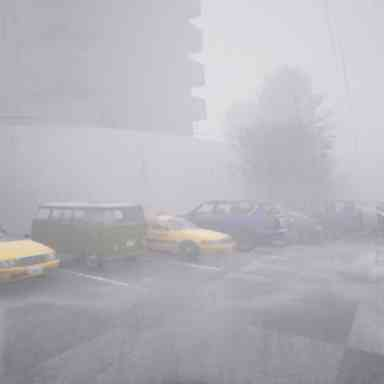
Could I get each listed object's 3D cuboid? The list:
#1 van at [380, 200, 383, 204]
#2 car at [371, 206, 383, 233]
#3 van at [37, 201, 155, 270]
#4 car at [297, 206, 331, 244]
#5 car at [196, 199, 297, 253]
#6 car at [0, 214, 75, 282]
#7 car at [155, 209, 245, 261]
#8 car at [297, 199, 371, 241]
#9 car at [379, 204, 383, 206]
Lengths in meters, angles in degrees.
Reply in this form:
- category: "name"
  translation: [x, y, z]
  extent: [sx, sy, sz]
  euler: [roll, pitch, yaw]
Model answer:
- category: "van"
  translation: [16.096, 1.569, 24.889]
  extent: [4.442, 1.987, 1.878]
  euler: [-1, -1, 36]
- category: "car"
  translation: [8.730, 1.724, 19.736]
  extent: [4.792, 1.488, 2.163]
  euler: [-1, -1, 35]
- category: "van"
  translation: [-3.617, 1.306, 11.125]
  extent: [4.442, 1.987, 1.878]
  euler: [-1, -1, 35]
- category: "car"
  translation: [3.809, 1.629, 16.272]
  extent: [4.892, 1.521, 2.231]
  euler: [-1, -1, 35]
- category: "car"
  translation: [1.332, 1.344, 14.557]
  extent: [5.566, 2.045, 2.435]
  euler: [-1, -1, 35]
- category: "car"
  translation: [-5.805, 1.499, 9.212]
  extent: [5.366, 1.575, 1.946]
  euler: [-1, -1, 35]
- category: "car"
  translation: [-0.928, 1.558, 12.695]
  extent: [5.366, 1.575, 1.946]
  euler: [-1, -2, 35]
- category: "car"
  translation: [6.253, 1.410, 18.023]
  extent: [5.566, 2.045, 2.435]
  euler: [-1, -1, 35]
- category: "car"
  translation: [11.226, 1.729, 21.437]
  extent: [4.892, 1.521, 2.231]
  euler: [-1, -2, 35]
